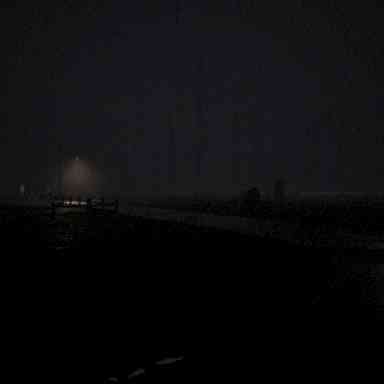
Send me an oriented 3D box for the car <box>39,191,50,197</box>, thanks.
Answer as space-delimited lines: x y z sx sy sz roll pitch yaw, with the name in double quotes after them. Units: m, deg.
-35.880 0.423 80.955 1.837 1.490 4.892 -1 1 -35 "car"
